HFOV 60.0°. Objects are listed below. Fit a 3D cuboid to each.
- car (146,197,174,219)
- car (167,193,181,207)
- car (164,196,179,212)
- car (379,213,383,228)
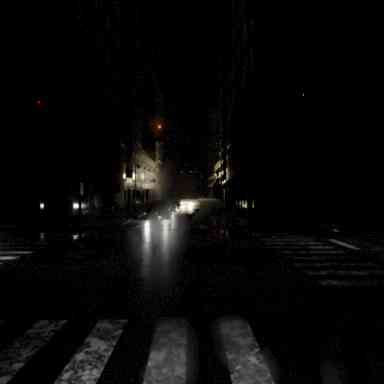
[{"bbox_3d":[-2.867,1.492,29.293,1.837,1.490,4.892,0,0,0],"label":"car"},{"bbox_3d":[-2.877,1.186,49.556,2.150,2.045,5.566,0,0,0],"label":"car"},{"bbox_3d":[-2.866,1.504,39.159,1.812,1.442,4.674,0,0,0],"label":"car"},{"bbox_3d":[12.337,1.280,16.899,5.009,1.841,2.192,0,0,0],"label":"car"}]
